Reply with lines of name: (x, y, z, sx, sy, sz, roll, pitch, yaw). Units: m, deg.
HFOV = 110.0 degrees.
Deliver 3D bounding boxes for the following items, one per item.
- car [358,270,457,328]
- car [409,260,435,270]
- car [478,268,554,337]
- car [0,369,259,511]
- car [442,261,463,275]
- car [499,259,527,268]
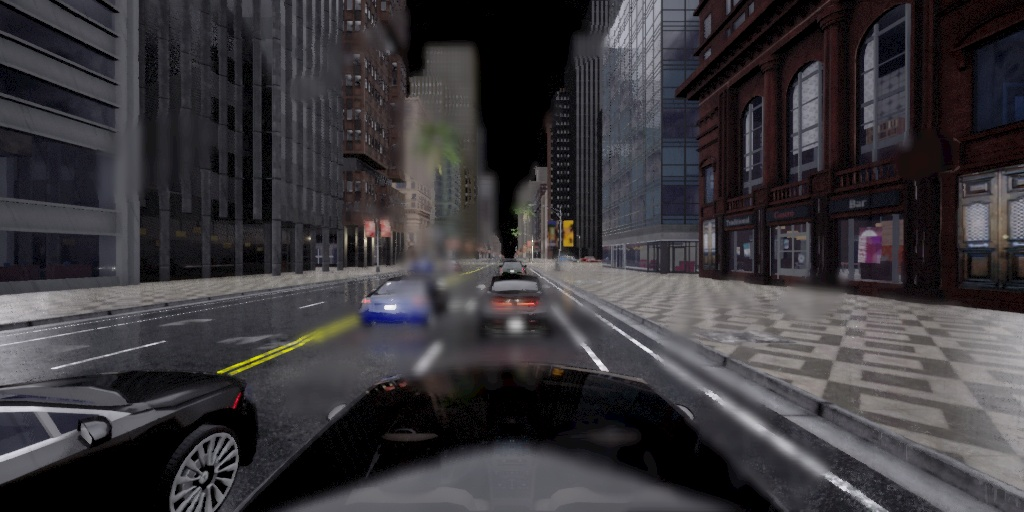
car: (-3.160, 1.313, 11.348, 1.994, 1.385, 4.181, 0, 0, 0)
car: (-9.894, 1.229, 39.693, 1.882, 1.535, 5.008, 0, 0, 0)
car: (0.091, 1.254, 10.223, 1.837, 1.490, 4.892, 0, 0, 0)
car: (-3.147, 1.241, 1.179, 2.128, 1.511, 4.902, 0, 0, 0)
car: (-6.645, 1.277, 40.222, 1.812, 1.442, 4.674, 0, 0, 0)
car: (0.058, 1.102, 27.674, 2.097, 1.767, 4.553, 0, 0, 1)
